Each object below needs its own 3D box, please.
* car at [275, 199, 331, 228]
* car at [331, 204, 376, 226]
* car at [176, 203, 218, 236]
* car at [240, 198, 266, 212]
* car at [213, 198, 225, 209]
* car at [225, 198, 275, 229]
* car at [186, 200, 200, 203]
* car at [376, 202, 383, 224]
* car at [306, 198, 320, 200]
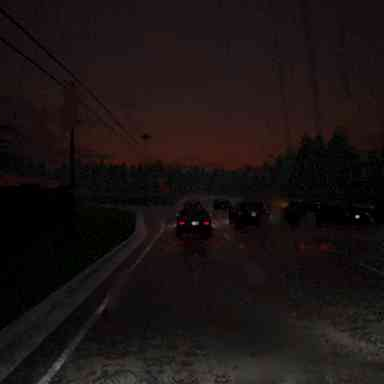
[{"bbox_3d":[7.105,1.481,22.291,2.128,1.511,4.902,0,0,0],"label":"car"},{"bbox_3d":[10.605,1.553,23.324,1.994,1.385,4.181,0,0,0],"label":"car"},{"bbox_3d":[0.104,1.536,18.257,2.033,1.411,5.357,0,0,0],"label":"car"},{"bbox_3d":[7.108,1.472,39.321,2.128,1.511,4.902,0,0,0],"label":"car"},{"bbox_3d":[3.609,1.456,40.886,1.882,1.535,5.008,0,0,0],"label":"car"},{"bbox_3d":[3.606,1.339,21.557,2.097,1.767,4.553,0,0,0],"label":"car"},{"bbox_3d":[0.108,1.580,37.677,1.895,1.301,4.718,0,0,0],"label":"car"},{"bbox_3d":[14.104,1.212,21.724,2.150,2.045,5.566,0,0,0],"label":"car"},{"bbox_3d":[14.108,1.473,39.312,2.128,1.511,4.902,0,0,0],"label":"car"}]
